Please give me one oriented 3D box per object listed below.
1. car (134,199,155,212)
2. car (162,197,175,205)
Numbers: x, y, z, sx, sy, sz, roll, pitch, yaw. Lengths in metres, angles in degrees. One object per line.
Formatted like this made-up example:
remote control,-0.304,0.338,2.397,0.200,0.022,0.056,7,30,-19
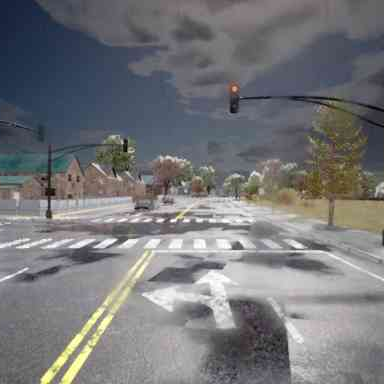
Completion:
car,-5.646,1.596,40.306,2.033,1.411,5.357,0,0,2
car,-4.364,1.648,63.457,2.033,1.411,5.357,0,0,4
